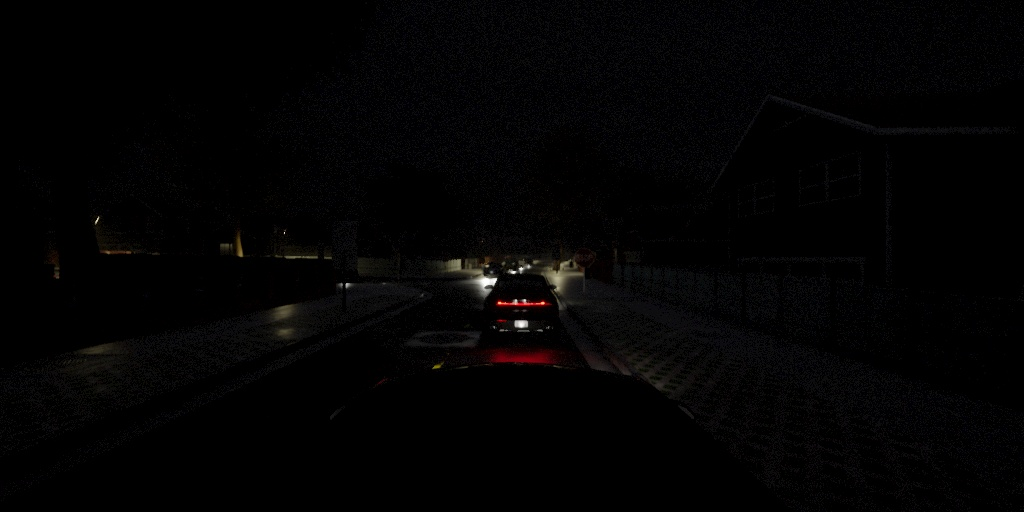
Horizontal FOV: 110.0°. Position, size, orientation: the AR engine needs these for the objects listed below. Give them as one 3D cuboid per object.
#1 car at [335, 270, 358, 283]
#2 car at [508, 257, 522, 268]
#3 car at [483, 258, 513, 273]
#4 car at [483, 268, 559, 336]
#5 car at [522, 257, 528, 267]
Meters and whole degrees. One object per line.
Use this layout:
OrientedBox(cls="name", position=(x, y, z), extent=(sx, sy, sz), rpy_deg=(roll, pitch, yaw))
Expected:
OrientedBox(cls="car", position=(-12.639, 0.981, 23.394), extent=(5.008, 1.535, 1.882), rpy_deg=(1, 0, 3))
OrientedBox(cls="car", position=(-0.336, 0.975, 46.092), extent=(2.097, 1.767, 4.553), rpy_deg=(0, 1, 8))
OrientedBox(cls="car", position=(-1.548, 1.195, 34.551), extent=(2.128, 1.511, 4.902), rpy_deg=(0, 0, 7))
OrientedBox(cls="car", position=(0.257, 1.252, 10.339), extent=(1.837, 1.490, 4.892), rpy_deg=(0, 0, 1))
OrientedBox(cls="car", position=(0.917, 1.068, 56.374), extent=(1.812, 1.442, 4.674), rpy_deg=(0, 0, 8))
